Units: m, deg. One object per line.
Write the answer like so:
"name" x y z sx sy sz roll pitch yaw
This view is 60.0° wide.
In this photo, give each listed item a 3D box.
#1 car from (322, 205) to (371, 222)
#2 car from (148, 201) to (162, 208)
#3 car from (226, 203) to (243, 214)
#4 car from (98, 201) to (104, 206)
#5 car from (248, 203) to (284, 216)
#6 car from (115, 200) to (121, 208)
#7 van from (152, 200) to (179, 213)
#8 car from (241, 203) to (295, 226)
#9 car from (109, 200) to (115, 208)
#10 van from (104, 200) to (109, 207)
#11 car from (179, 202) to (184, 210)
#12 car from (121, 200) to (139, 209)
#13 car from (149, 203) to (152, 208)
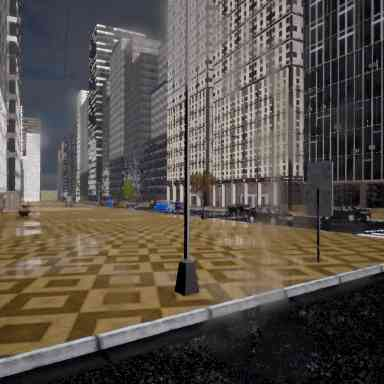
"car" 13.635 1.854 29.587 2.008 1.369 4.403 -1 -1 -26
"car" -8.406 2.808 75.155 1.802 1.307 4.206 -1 -1 -26
"car" 6.288 2.168 44.777 1.947 1.339 4.313 -1 -1 -26
"car" -23.297 3.053 86.695 1.887 1.381 4.507 -1 -1 -26
"car" 8.737 2.068 39.714 1.947 1.339 4.313 -1 -1 -26
"car" -13.428 2.602 66.291 1.752 1.417 4.829 -1 -1 -26
"van" -3.709 2.005 46.194 1.690 1.788 3.998 -1 -1 -26
"car" 6.091 1.813 25.938 2.008 1.369 4.403 -1 -1 -26
"car" -15.950 2.731 71.507 1.887 1.381 4.507 -1 -1 -26
"van" -18.403 2.634 76.571 1.690 1.788 3.998 -1 -1 -26
"car" -2.560 2.389 57.148 1.812 1.442 4.674 0 -1 -26
"car" -11.052 2.525 61.380 2.008 1.369 4.403 -1 -1 -26
"car" -7.035 2.558 66.386 1.837 1.490 4.892 0 -1 -26
